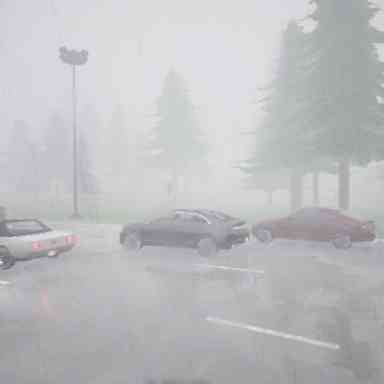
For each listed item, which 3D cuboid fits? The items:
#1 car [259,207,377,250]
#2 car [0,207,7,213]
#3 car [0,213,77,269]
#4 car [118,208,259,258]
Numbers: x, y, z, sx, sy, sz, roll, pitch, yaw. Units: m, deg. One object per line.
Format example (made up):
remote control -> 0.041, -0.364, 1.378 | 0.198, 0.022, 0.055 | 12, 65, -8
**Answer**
car -> 4.683, 1.329, 13.263 | 4.674, 1.442, 1.812 | 0, 1, 30
car -> -14.724, 1.346, 22.288 | 5.008, 1.535, 1.882 | 0, 1, 24
car -> -6.157, 1.526, 10.750 | 4.718, 1.301, 1.895 | 0, 1, 25
car -> -0.387, 1.353, 11.969 | 4.902, 1.511, 2.128 | 0, 1, 26
